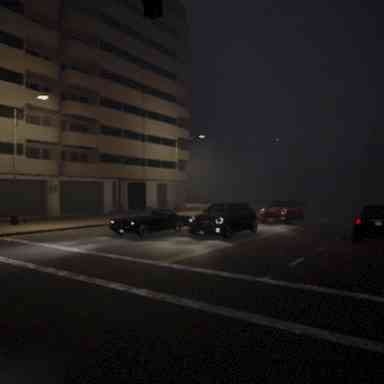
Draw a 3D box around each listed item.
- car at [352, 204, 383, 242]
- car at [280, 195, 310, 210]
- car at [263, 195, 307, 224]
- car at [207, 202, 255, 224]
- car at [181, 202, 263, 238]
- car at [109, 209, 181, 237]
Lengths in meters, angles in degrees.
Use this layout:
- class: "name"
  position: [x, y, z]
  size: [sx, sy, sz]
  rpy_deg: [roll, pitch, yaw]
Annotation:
- class: "car"
  position: [9.094, 1.353, 15.766]
  size: [2.097, 1.767, 4.553]
  rpy_deg: [0, 0, 35]
- class: "car"
  position: [11.924, 1.158, 38.281]
  size: [1.837, 1.490, 4.892]
  rpy_deg: [0, 0, 35]
- class: "car"
  position: [6.767, 1.355, 24.939]
  size: [2.097, 1.767, 4.553]
  rpy_deg: [0, 0, 35]
- class: "car"
  position: [3.092, 1.567, 25.807]
  size: [1.994, 1.385, 4.181]
  rpy_deg: [0, 0, 34]
- class: "car"
  position: [1.726, 1.354, 17.736]
  size: [2.097, 1.767, 4.553]
  rpy_deg: [0, 0, 35]
- class: "car"
  position: [-2.231, 1.604, 18.187]
  size: [1.895, 1.301, 4.718]
  rpy_deg: [0, 0, 35]
